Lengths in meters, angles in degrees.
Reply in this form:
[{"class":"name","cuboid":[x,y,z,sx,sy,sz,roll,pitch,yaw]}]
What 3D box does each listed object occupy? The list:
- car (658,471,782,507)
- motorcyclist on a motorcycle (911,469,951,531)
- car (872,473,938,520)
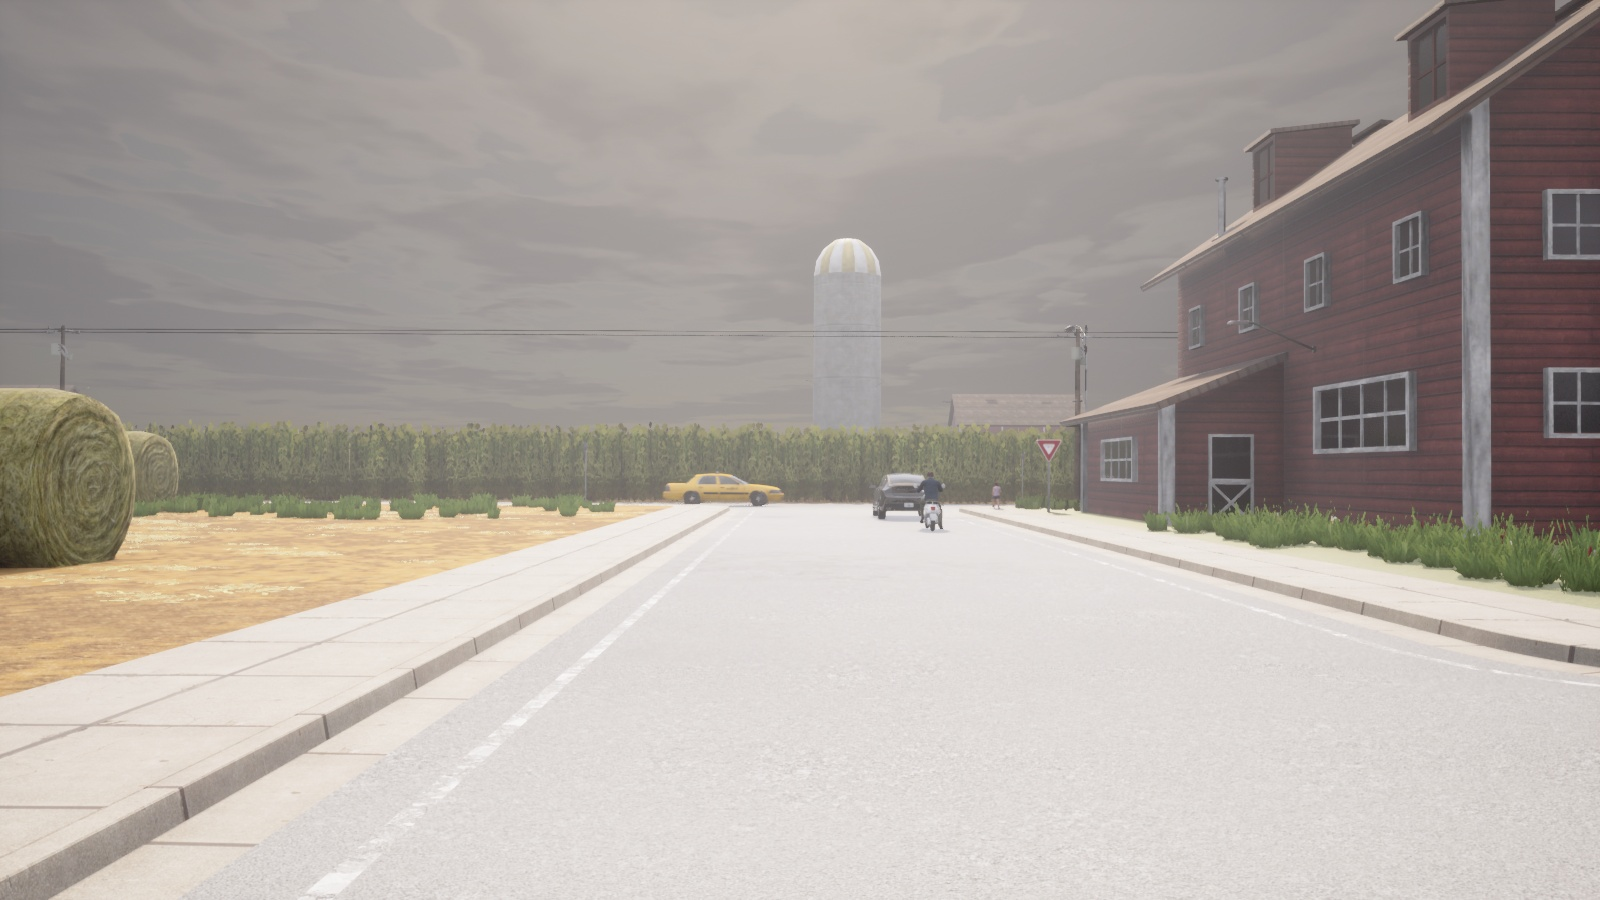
[{"class":"car","cuboid":[-3.527,1.731,55.993,5.366,1.575,1.801,0,-1,1]},{"class":"motorcyclist on a motorcycle","cuboid":[3.492,1.322,33.612,0.866,1.590,1.817,0,-1,0]},{"class":"car","cuboid":[3.489,1.522,42.494,1.837,1.490,4.892,0,-1,0]}]
